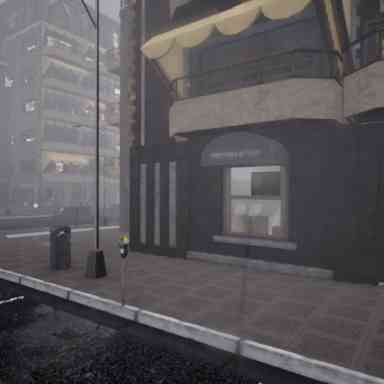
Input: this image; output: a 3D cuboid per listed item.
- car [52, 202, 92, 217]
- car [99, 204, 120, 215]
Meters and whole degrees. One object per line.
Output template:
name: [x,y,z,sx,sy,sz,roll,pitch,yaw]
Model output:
car: [-12.690,1.814,35.246,1.967,1.590,4.097,-1,-1,35]
car: [-9.407,2.056,39.871,1.802,1.307,4.206,-1,-1,35]
